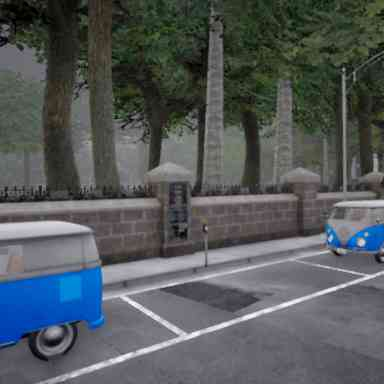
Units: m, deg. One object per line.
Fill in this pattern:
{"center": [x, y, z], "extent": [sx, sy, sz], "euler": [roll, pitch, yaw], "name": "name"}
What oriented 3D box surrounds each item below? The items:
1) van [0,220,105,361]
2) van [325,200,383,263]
{"center": [-3.174, 1.344, 4.270], "extent": [3.998, 1.788, 1.690], "euler": [-1, 0, -36], "name": "van"}
{"center": [6.032, 1.153, 10.848], "extent": [3.998, 1.788, 1.690], "euler": [-1, 1, -36], "name": "van"}
